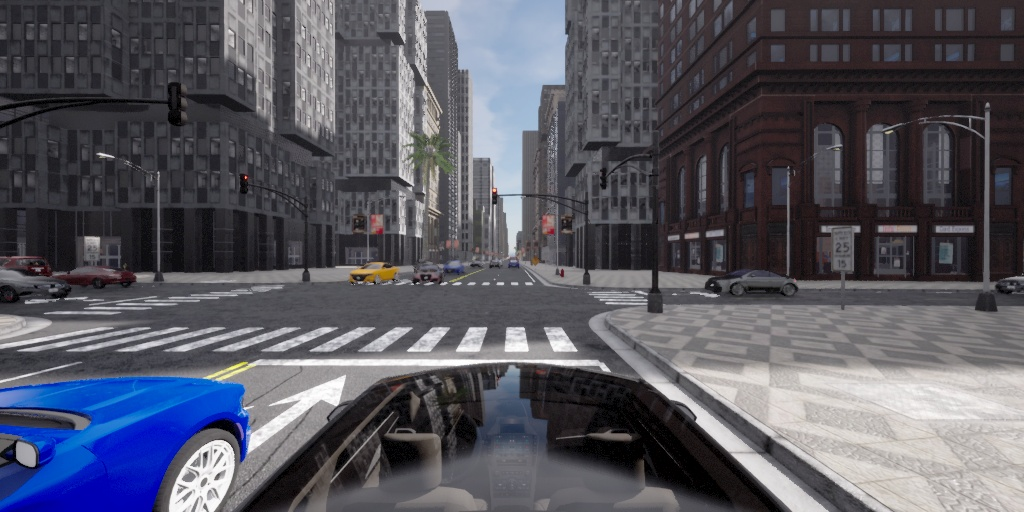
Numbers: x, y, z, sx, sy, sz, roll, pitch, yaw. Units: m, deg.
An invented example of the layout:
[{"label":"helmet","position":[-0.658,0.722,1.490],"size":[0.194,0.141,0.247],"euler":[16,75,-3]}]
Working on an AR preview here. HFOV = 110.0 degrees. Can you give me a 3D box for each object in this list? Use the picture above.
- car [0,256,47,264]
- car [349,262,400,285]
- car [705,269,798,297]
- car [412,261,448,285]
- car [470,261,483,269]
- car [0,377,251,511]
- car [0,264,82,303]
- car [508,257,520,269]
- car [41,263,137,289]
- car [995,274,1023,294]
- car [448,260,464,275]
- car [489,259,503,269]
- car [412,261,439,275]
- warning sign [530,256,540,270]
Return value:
[{"label":"car","position":[-30.612,0.944,21.320],"size":[5.009,1.841,2.192],"euler":[0,0,-1]},{"label":"car","position":[-10.088,1.229,26.633],"size":[1.882,1.535,5.008],"euler":[0,0,6]},{"label":"car","position":[12.703,1.381,19.164],"size":[4.181,1.385,1.994],"euler":[0,0,0]},{"label":"car","position":[-6.065,1.315,26.312],"size":[1.994,1.385,4.181],"euler":[0,0,-6]},{"label":"car","position":[-6.250,1.536,62.711],"size":[1.895,1.301,4.718],"euler":[0,0,1]},{"label":"car","position":[-3.156,1.228,1.000],"size":[1.882,1.535,5.008],"euler":[0,0,0]},{"label":"car","position":[-22.282,1.216,15.637],"size":[4.674,1.442,1.812],"euler":[0,0,1]},{"label":"car","position":[0.343,1.408,62.167],"size":[1.882,1.535,5.008],"euler":[0,0,1]},{"label":"car","position":[-24.973,1.231,21.379],"size":[4.207,1.307,1.802],"euler":[0,0,-1]},{"label":"car","position":[28.898,1.417,19.068],"size":[4.674,1.442,1.812],"euler":[0,0,0]},{"label":"car","position":[-6.414,1.268,39.423],"size":[1.882,1.535,5.008],"euler":[0,0,0]},{"label":"car","position":[-2.951,1.438,62.490],"size":[1.837,1.490,4.892],"euler":[0,0,0]},{"label":"car","position":[-9.660,1.299,40.259],"size":[1.837,1.490,4.892],"euler":[0,-1,0]},{"label":"warning sign","position":[3.074,0.941,47.326],"size":[1.300,1.860,1.060],"euler":[0,0,0]}]
